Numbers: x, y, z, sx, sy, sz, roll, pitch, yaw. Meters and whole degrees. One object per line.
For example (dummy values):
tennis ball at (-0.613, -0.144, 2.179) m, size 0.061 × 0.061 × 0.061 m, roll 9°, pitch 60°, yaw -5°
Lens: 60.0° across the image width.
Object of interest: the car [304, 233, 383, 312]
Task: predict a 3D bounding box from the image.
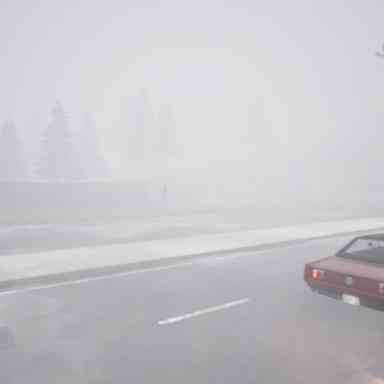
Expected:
car at (4.539, 1.544, 6.984) m, size 4.718 × 1.301 × 1.895 m, roll -1°, pitch 0°, yaw -36°
